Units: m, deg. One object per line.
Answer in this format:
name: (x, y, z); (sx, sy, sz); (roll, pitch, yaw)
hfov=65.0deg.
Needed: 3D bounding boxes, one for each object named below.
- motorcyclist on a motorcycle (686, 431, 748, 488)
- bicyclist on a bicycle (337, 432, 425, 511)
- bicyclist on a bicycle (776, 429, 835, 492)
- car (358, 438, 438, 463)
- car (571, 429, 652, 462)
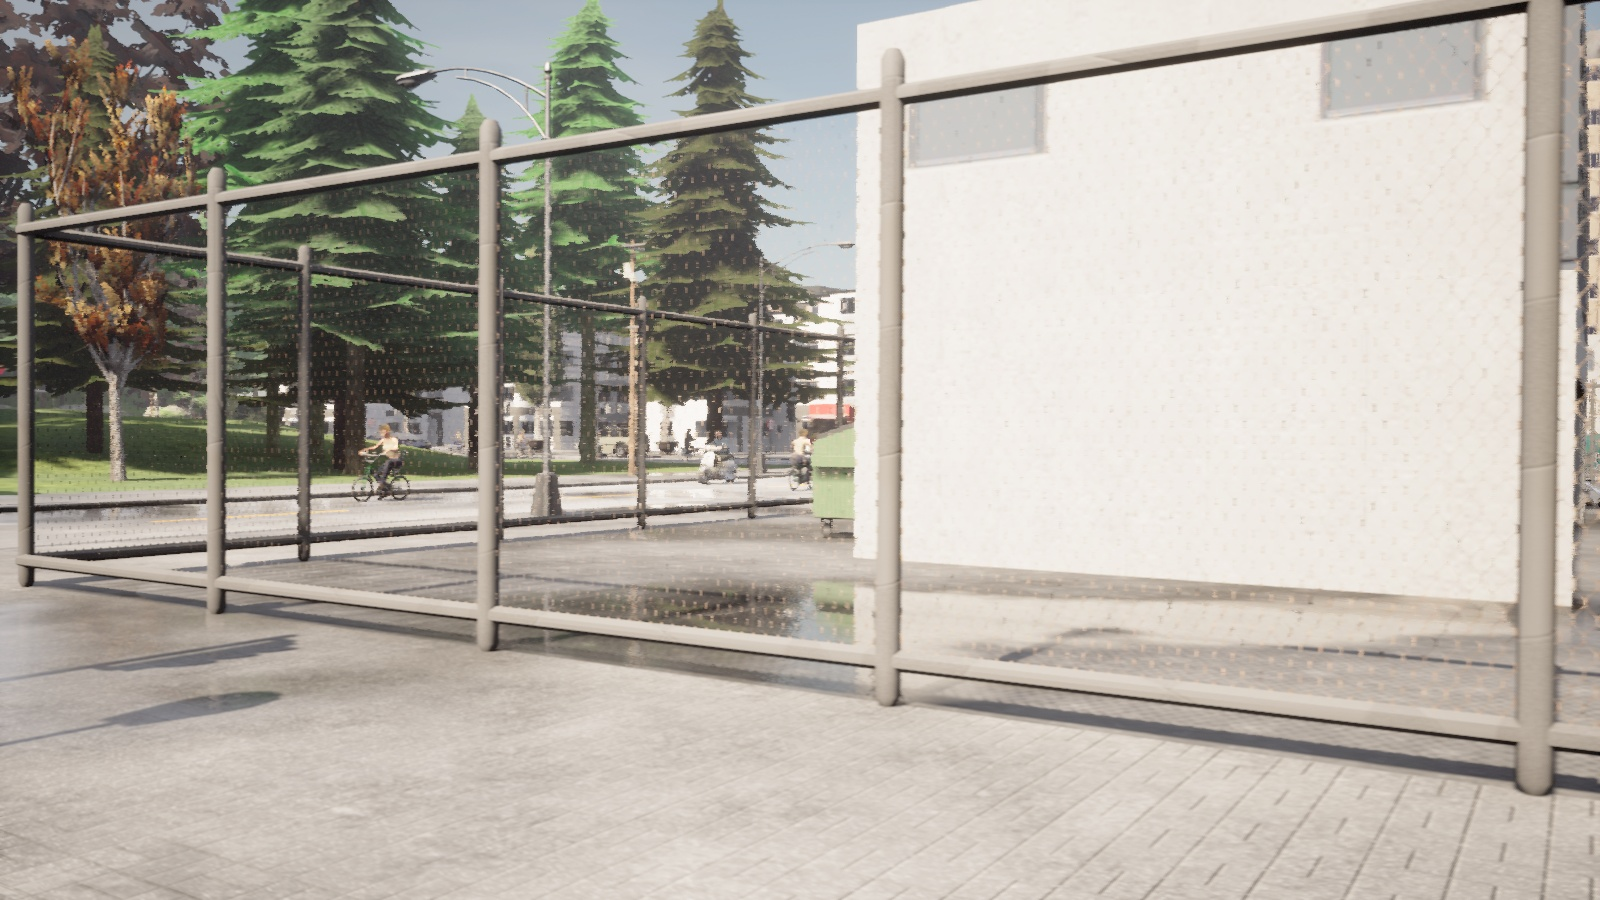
motorcyclist on a motorcycle: (-2.399, 0.251, 36.355); (0.866, 1.590, 1.817); (0, 1, 32)
bicyclist on a bicycle: (-8.769, 0.429, 26.321); (0.866, 1.612, 1.509); (0, 1, 32)
bicyclist on a bicycle: (0.143, 0.251, 32.883); (0.866, 1.612, 1.509); (0, 1, 32)
car: (-25.247, 0.007, 78.825); (4.792, 1.488, 2.163); (0, 1, 32)
car: (-11.217, -0.274, 74.655); (4.605, 1.855, 1.932); (0, 1, 32)
